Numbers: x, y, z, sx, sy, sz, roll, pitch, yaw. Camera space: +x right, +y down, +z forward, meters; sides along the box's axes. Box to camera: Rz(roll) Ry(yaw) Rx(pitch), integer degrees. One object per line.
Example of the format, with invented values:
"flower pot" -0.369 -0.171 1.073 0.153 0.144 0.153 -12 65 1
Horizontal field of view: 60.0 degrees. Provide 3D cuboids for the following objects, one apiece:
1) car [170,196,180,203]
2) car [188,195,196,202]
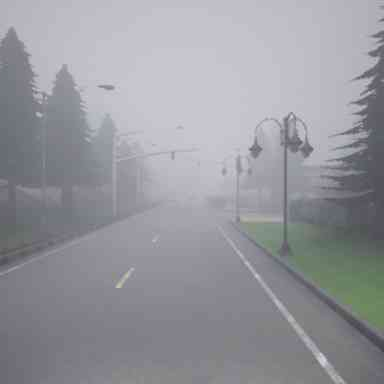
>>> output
"car" -3.510 1.565 70.135 1.882 1.535 5.008 0 0 0
"car" -0.011 1.427 75.855 1.882 1.535 5.008 0 0 0
